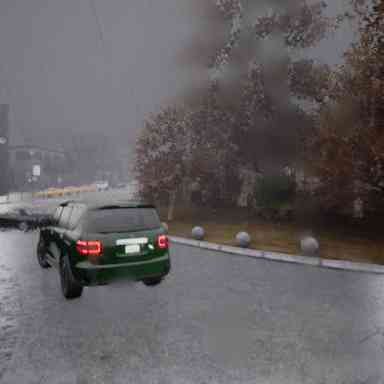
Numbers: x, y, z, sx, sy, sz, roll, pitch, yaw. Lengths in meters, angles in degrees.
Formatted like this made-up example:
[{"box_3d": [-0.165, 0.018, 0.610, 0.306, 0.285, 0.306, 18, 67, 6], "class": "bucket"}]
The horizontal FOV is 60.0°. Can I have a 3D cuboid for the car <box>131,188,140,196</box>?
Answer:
[{"box_3d": [-7.272, 0.159, 49.832, 1.812, 1.442, 4.674, 0, 3, 9], "class": "car"}]

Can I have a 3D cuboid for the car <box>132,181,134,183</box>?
[{"box_3d": [-15.456, -2.290, 90.533, 2.231, 1.521, 4.892, 0, 3, 10], "class": "car"}]

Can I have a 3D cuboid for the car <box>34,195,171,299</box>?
[{"box_3d": [-2.589, 1.216, 8.853, 2.150, 2.045, 5.566, 0, 0, -32], "class": "car"}]

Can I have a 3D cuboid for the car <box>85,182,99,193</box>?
[{"box_3d": [-20.250, -0.605, 63.056, 1.946, 1.575, 5.366, 0, 3, 10], "class": "car"}]

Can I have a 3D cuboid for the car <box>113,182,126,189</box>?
[{"box_3d": [-17.362, -1.591, 79.632, 2.163, 1.488, 4.792, 0, 3, 10], "class": "car"}]

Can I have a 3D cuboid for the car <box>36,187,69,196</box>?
[{"box_3d": [-22.155, 0.065, 52.194, 1.946, 1.575, 5.366, 0, 4, 10], "class": "car"}]

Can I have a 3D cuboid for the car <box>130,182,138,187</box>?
[{"box_3d": [-9.146, -0.366, 58.133, 1.882, 1.535, 5.008, 0, 4, 10], "class": "car"}]

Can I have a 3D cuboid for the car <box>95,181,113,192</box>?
[{"box_3d": [-19.253, -1.204, 68.752, 2.435, 2.045, 5.566, 0, 3, 10], "class": "car"}]

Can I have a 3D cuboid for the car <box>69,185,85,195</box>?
[{"box_3d": [-21.198, -0.272, 57.623, 1.946, 1.575, 5.366, 0, 3, 10], "class": "car"}]

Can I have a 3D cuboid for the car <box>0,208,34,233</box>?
[{"box_3d": [-9.885, 1.588, 19.350, 4.718, 1.301, 1.895, 0, 0, 27], "class": "car"}]
